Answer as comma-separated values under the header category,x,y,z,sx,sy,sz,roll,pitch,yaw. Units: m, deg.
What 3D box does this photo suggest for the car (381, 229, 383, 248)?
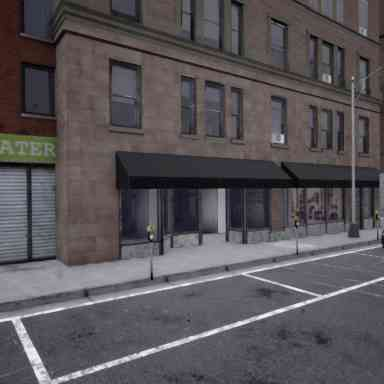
category,x,y,z,sx,sy,sz,roll,pitch,yaw
car,9.165,1.540,13.075,4.507,1.381,1.887,0,-1,-35
